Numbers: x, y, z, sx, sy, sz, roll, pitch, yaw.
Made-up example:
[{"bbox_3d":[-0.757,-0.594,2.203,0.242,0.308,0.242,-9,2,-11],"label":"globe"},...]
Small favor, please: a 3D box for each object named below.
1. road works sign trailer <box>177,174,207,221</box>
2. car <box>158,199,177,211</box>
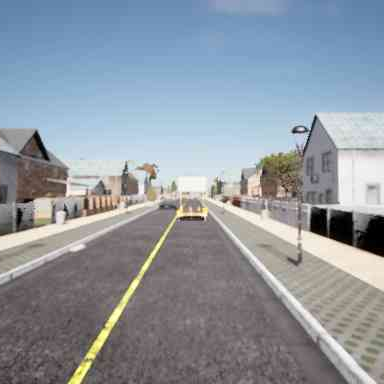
[{"bbox_3d":[0.007,0.406,26.291,2.380,3.560,2.880,0,0,0],"label":"road works sign trailer"},{"bbox_3d":[-2.845,1.496,39.730,1.994,1.385,4.181,0,0,0],"label":"car"}]
